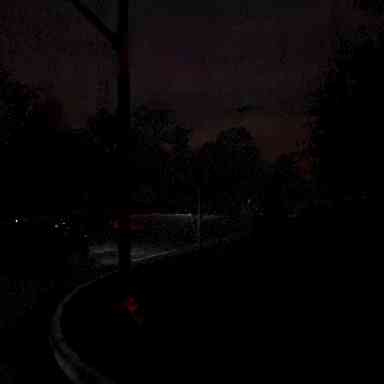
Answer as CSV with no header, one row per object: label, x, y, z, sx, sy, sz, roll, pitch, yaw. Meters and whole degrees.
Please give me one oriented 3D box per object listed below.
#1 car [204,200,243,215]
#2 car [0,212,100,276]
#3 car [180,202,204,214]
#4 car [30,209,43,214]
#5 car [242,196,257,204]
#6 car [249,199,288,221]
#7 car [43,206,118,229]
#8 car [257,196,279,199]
car,3.587,1.815,36.894,1.895,1.301,4.718,-1,0,32
car,-5.264,1.573,9.395,1.882,1.535,5.008,-1,0,32
car,0.388,1.808,38.381,1.994,1.385,4.181,-1,0,32
car,-9.907,1.805,21.950,1.895,1.301,4.718,-1,0,32
car,8.923,1.286,51.844,2.097,1.767,4.553,-1,0,32
car,6.897,1.633,28.817,2.128,1.511,4.902,-1,0,32
car,-6.416,1.679,20.932,1.837,1.490,4.892,-1,0,32
car,11.874,1.361,49.961,1.837,1.490,4.892,-1,0,32
